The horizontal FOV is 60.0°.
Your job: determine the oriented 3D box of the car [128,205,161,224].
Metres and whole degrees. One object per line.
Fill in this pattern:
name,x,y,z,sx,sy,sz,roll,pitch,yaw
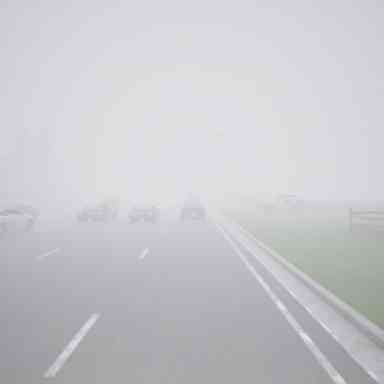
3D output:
car,-3.402,1.611,24.796,1.895,1.301,4.718,0,0,0

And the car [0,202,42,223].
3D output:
car,-13.902,1.575,26.569,1.994,1.385,4.181,0,0,0

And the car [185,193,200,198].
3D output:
car,0.096,1.242,51.972,2.150,2.045,5.566,0,0,0

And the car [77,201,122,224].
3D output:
car,-6.902,1.611,24.796,1.895,1.301,4.718,0,0,0

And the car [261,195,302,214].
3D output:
car,8.919,1.226,32.879,3.866,1.878,1.905,0,0,0

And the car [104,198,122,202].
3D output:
car,-10.404,1.523,43.554,1.837,1.490,4.892,0,0,0

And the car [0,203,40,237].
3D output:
car,-10.401,1.533,18.077,1.812,1.442,4.674,0,0,0

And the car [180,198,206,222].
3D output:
car,0.098,1.488,26.588,1.882,1.535,5.008,0,0,0
